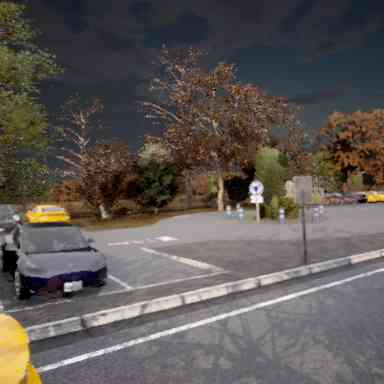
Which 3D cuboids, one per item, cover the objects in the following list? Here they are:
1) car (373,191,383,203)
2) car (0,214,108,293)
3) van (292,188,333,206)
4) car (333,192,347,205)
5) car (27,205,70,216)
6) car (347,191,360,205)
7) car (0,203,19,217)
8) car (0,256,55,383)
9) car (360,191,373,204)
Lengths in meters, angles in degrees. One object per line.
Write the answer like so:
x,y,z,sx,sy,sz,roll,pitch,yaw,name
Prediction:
21.767,0.653,43.672,1.946,1.575,5.366,-1,1,-35,car
-3.921,1.613,9.083,2.163,1.488,4.792,0,0,-35,car
12.804,0.548,37.009,1.878,1.987,4.442,-1,1,-35,van
14.921,0.790,38.651,2.002,1.452,4.674,-1,0,-35,car
-9.284,1.575,21.329,2.097,1.535,5.008,0,0,-35,car
17.201,0.767,40.249,2.002,1.452,4.674,-1,0,-35,car
-11.573,1.452,19.767,2.185,1.767,4.553,0,0,-35,car
-3.331,1.489,1.310,5.008,1.535,1.882,0,0,-35,car
19.571,0.726,41.942,2.163,1.488,4.792,-1,0,-35,car
